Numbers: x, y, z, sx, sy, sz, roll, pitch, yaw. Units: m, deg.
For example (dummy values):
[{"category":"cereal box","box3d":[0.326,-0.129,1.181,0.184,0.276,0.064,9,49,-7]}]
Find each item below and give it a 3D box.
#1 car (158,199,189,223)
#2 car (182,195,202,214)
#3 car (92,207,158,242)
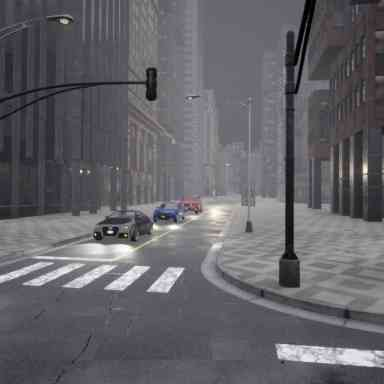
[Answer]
[{"category":"car","box3d":[-1.781,1.581,27.254,1.882,1.535,5.008,0,0,8]},{"category":"car","box3d":[-0.140,1.361,37.812,2.150,2.045,5.566,0,0,9]},{"category":"car","box3d":[-3.372,1.632,16.964,1.994,1.385,4.181,0,0,9]}]
